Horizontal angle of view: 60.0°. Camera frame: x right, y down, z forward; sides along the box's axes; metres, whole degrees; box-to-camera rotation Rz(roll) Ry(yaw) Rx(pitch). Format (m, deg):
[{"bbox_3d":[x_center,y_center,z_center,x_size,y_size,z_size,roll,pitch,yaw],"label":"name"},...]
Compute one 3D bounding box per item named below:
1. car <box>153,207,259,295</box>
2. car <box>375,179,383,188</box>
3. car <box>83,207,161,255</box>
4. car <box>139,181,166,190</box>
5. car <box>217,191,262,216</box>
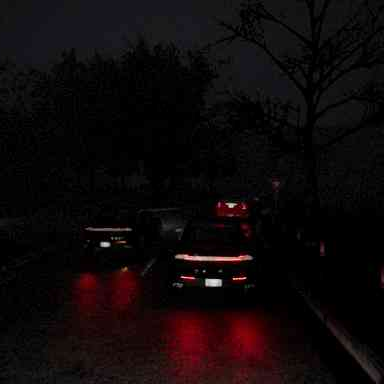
[{"bbox_3d":[0.534,1.397,8.506,2.128,1.511,4.902,0,1,3],"label":"car"},{"bbox_3d":[34.921,-1.555,59.542,2.185,1.767,4.553,-1,4,-15],"label":"car"},{"bbox_3d":[-2.391,1.291,12.488,2.128,1.511,4.902,0,2,5],"label":"car"},{"bbox_3d":[-6.989,-1.188,58.604,5.008,1.535,1.882,1,3,19],"label":"car"},{"bbox_3d":[3.200,0.777,21.904,2.097,1.767,4.553,1,3,24],"label":"car"}]
